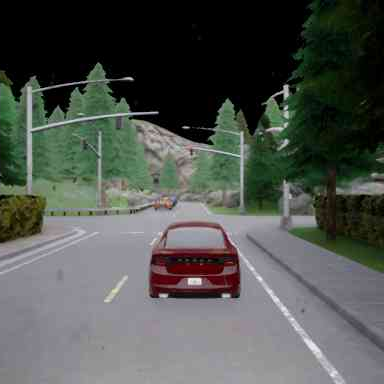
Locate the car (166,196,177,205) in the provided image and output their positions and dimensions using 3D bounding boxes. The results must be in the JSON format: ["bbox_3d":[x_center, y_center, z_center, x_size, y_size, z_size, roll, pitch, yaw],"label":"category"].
[{"bbox_3d":[-3.794,1.477,61.939,1.882,1.535,5.008,0,0,-6],"label":"car"}]

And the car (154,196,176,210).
[{"bbox_3d":[-3.583,1.352,42.629,2.097,1.767,4.553,0,0,0],"label":"car"}]

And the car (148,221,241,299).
[{"bbox_3d":[0.069,1.478,8.527,1.882,1.535,5.008,0,0,0],"label":"car"}]

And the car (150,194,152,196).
[{"bbox_3d":[-10.993,1.355,79.667,4.553,1.767,2.097,0,0,24],"label":"car"}]
